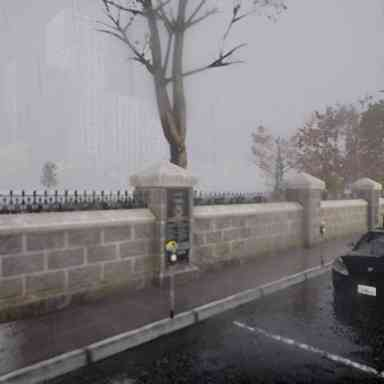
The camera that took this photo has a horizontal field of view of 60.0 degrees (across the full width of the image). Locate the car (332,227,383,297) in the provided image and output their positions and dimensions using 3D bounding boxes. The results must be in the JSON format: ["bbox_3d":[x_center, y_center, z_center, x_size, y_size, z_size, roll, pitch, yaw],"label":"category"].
[{"bbox_3d":[5.009,1.566,8.087,4.313,1.339,1.947,0,0,-44],"label":"car"}]
